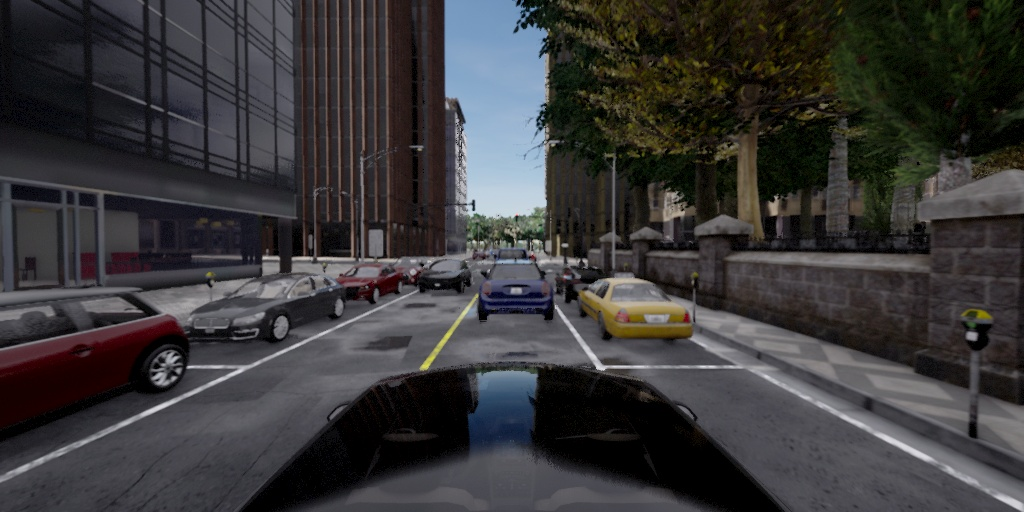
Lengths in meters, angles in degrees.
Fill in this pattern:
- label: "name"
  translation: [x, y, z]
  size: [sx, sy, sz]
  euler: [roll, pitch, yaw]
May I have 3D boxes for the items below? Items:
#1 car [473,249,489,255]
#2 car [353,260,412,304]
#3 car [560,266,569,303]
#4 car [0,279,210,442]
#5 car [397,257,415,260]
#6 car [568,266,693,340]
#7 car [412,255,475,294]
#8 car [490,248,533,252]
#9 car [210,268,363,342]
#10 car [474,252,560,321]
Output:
- label: "car"
  translation: [-5.676, -0.304, 62.791]
  size: [2.192, 1.841, 5.009]
  euler: [0, 0, 0]
- label: "car"
  translation: [-5.745, 1.006, 14.481]
  size: [1.888, 1.381, 4.507]
  euler: [0, 0, 0]
- label: "car"
  translation: [2.780, 1.027, 14.471]
  size: [1.948, 1.339, 4.313]
  euler: [0, 0, 0]
- label: "car"
  translation: [-5.761, 1.148, 3.570]
  size: [1.967, 1.591, 4.097]
  euler: [0, 0, 0]
- label: "car"
  translation: [-5.737, 0.778, 19.937]
  size: [1.967, 1.591, 4.097]
  euler: [0, 0, 0]
- label: "car"
  translation: [2.773, 1.110, 9.186]
  size: [1.751, 1.417, 4.829]
  euler: [0, 0, 0]
- label: "car"
  translation: [-3.059, 0.875, 17.295]
  size: [1.882, 1.535, 5.008]
  euler: [0, 1, 0]
- label: "car"
  translation: [0.034, 0.513, 21.993]
  size: [2.150, 2.045, 5.566]
  euler: [0, 1, 0]
- label: "car"
  translation: [-5.753, 1.135, 9.026]
  size: [2.007, 1.370, 4.403]
  euler: [0, 0, 0]
- label: "car"
  translation: [0.066, 0.878, 11.561]
  size: [2.097, 1.767, 4.553]
  euler: [0, 1, -1]
